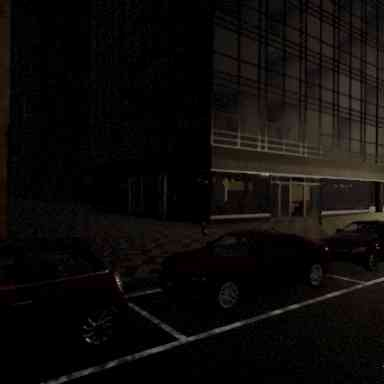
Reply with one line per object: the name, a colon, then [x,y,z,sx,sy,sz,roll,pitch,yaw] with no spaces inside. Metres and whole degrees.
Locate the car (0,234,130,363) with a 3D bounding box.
car: [-3.045,1.440,4.581,4.097,1.590,1.967,0,1,-36]

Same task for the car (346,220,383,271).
car: [5.841,1.598,10.925,4.206,1.307,1.802,0,1,-36]

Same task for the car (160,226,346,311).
car: [1.398,1.551,7.753,4.507,1.381,1.887,0,1,-36]
